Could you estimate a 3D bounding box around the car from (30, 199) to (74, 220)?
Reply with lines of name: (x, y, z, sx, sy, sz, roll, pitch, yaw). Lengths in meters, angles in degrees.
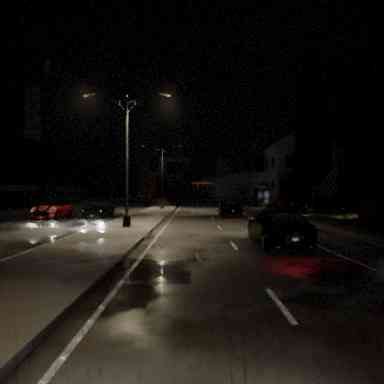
car: (-11.592, 1.372, 27.724, 2.097, 1.767, 4.553, 0, 0, 0)

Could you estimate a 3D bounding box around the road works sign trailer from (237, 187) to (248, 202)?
road works sign trailer: (12.027, 0.519, 77.677, 2.380, 3.560, 2.880, 0, 0, 35)

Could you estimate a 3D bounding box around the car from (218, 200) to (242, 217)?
car: (3.603, 1.500, 31.741, 1.882, 1.535, 5.008, 0, 0, 0)

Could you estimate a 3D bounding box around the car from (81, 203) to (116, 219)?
car: (-8.093, 1.621, 29.063, 1.895, 1.301, 4.718, 0, 0, 0)

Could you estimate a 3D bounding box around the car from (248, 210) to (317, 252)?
car: (3.596, 1.488, 14.015, 1.882, 1.535, 5.008, 0, 0, 0)
